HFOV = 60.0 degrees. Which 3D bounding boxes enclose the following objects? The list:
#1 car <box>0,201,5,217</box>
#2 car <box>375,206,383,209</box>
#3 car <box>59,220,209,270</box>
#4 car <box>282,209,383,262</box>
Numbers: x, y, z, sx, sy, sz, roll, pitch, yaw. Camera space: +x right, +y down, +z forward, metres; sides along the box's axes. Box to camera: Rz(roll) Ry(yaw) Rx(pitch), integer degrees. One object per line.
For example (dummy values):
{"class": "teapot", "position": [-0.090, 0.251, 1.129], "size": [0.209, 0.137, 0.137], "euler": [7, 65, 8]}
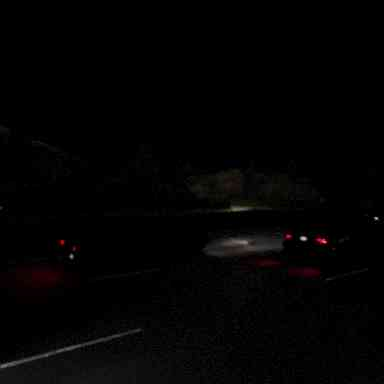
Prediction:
{"class": "car", "position": [-15.980, 1.222, 22.682], "size": [5.566, 2.045, 2.150], "euler": [0, 0, -35]}
{"class": "car", "position": [12.899, 1.612, 21.553], "size": [4.181, 1.385, 1.994], "euler": [0, 0, -36]}
{"class": "car", "position": [-1.759, 1.594, 11.092], "size": [4.718, 1.301, 1.895], "euler": [0, 0, -36]}
{"class": "car", "position": [5.595, 1.531, 12.033], "size": [5.357, 1.411, 2.033], "euler": [0, 0, -35]}
